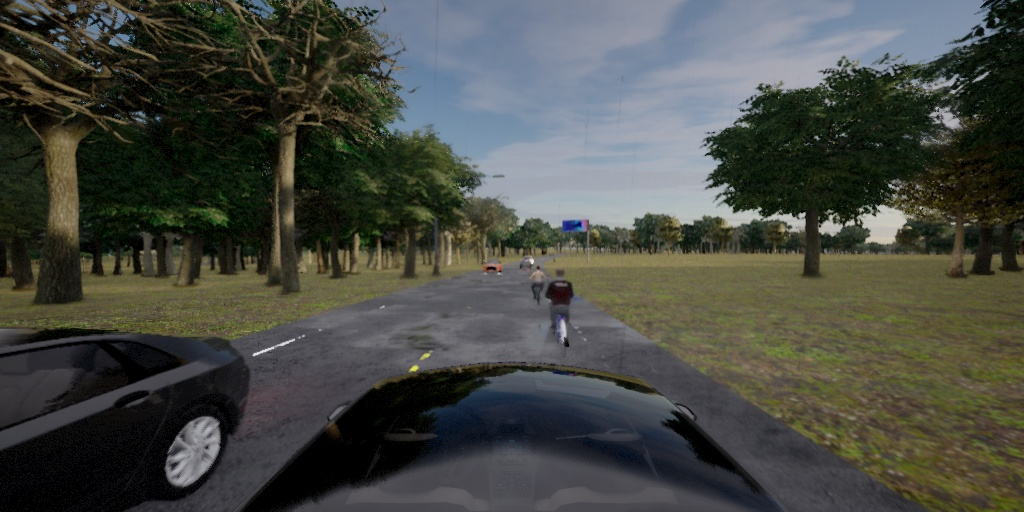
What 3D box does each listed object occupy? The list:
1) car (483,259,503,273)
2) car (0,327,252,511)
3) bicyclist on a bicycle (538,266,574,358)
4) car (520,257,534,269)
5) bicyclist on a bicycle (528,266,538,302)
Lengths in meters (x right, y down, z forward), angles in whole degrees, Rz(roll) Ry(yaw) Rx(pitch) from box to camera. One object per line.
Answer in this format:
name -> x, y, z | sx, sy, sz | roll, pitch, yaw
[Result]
car -> -2.365, 1.197, 45.102 | 2.097, 1.767, 4.553 | 0, 0, 3
car -> -3.584, 1.254, 1.653 | 1.837, 1.490, 4.892 | 0, 0, 0
bicyclist on a bicycle -> 1.005, 1.129, 7.635 | 0.659, 1.776, 1.843 | 0, 0, 1
car -> 2.301, 1.347, 60.343 | 2.128, 1.511, 4.902 | 0, 0, 4
bicyclist on a bicycle -> 1.109, 1.213, 15.276 | 0.866, 1.612, 1.509 | 0, -1, 1
